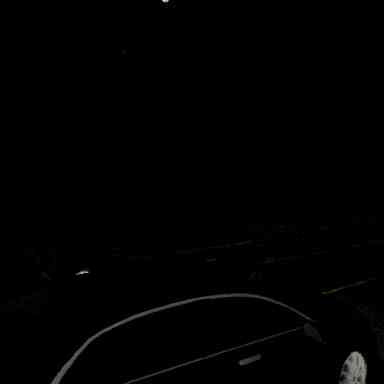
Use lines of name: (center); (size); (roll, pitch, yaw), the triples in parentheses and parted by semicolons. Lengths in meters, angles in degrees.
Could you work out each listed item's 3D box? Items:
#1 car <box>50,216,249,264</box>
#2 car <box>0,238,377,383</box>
car: (-0.654, 1.351, 6.770); (4.553, 1.767, 2.097); (0, 0, -35)
car: (-0.091, 1.504, 3.244); (4.892, 1.490, 1.837); (0, 0, -35)
